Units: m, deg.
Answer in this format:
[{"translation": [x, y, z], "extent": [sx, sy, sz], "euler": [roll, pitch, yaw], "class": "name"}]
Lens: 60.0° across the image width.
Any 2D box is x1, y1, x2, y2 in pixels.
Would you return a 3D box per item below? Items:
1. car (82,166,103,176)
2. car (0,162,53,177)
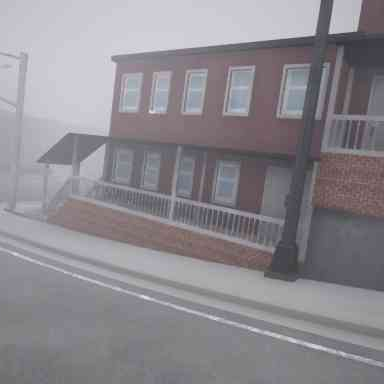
[{"translation": [-12.911, -2.940, 46.562], "extent": [1.895, 1.301, 4.718], "euler": [11, 7, 35], "class": "car"}, {"translation": [-17.159, -2.385, 34.757], "extent": [1.895, 1.301, 4.718], "euler": [11, 7, 35], "class": "car"}]
